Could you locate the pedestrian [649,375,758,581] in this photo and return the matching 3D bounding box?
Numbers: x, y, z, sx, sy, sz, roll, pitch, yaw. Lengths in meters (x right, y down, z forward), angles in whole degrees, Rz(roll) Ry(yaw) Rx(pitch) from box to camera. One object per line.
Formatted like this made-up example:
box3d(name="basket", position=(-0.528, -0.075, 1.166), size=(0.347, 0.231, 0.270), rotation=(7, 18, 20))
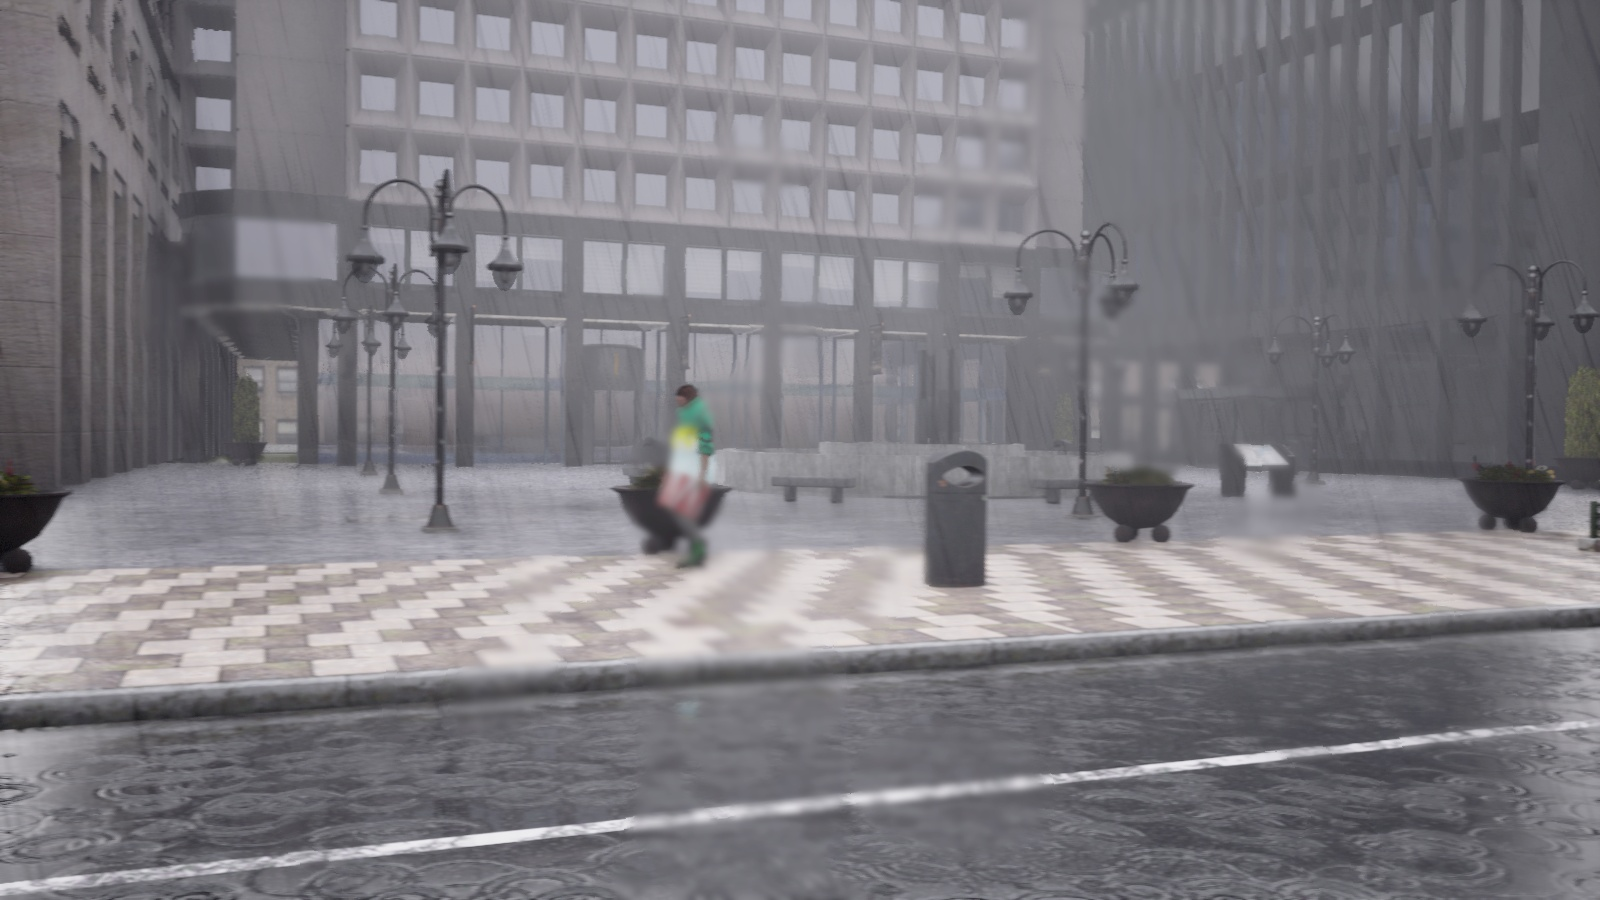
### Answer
box3d(name="pedestrian", position=(-0.956, 0.258, 12.370), size=(0.873, 1.952, 0.659), rotation=(-1, 1, -24))
